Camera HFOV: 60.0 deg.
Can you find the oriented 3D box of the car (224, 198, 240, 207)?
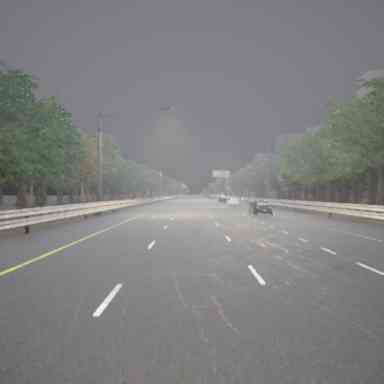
[{"bbox_3d":[7.166,1.777,57.279,1.812,1.442,4.674,0,0,0],"label":"car"}]

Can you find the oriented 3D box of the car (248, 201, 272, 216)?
[{"bbox_3d":[7.057,1.650,34.503,1.812,1.442,4.674,0,0,0],"label":"car"}]

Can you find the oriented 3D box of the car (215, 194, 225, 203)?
[{"bbox_3d":[7.347,1.864,81.644,1.882,1.535,5.008,0,0,1],"label":"car"}]
